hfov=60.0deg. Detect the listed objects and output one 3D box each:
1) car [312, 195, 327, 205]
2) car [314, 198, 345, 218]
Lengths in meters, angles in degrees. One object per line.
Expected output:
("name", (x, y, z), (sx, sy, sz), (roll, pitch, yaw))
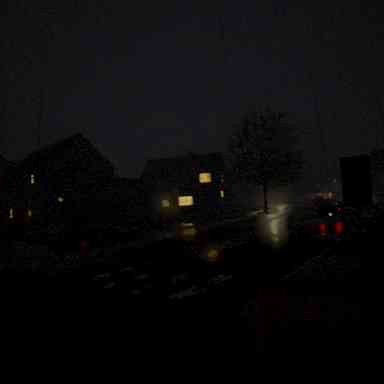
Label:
("car", (19.719, 1.238, 51.287), (2.128, 1.511, 4.902), (-4, -1, 14))
("car", (11.481, 1.384, 27.346), (1.895, 1.301, 4.718), (-5, -2, 25))
